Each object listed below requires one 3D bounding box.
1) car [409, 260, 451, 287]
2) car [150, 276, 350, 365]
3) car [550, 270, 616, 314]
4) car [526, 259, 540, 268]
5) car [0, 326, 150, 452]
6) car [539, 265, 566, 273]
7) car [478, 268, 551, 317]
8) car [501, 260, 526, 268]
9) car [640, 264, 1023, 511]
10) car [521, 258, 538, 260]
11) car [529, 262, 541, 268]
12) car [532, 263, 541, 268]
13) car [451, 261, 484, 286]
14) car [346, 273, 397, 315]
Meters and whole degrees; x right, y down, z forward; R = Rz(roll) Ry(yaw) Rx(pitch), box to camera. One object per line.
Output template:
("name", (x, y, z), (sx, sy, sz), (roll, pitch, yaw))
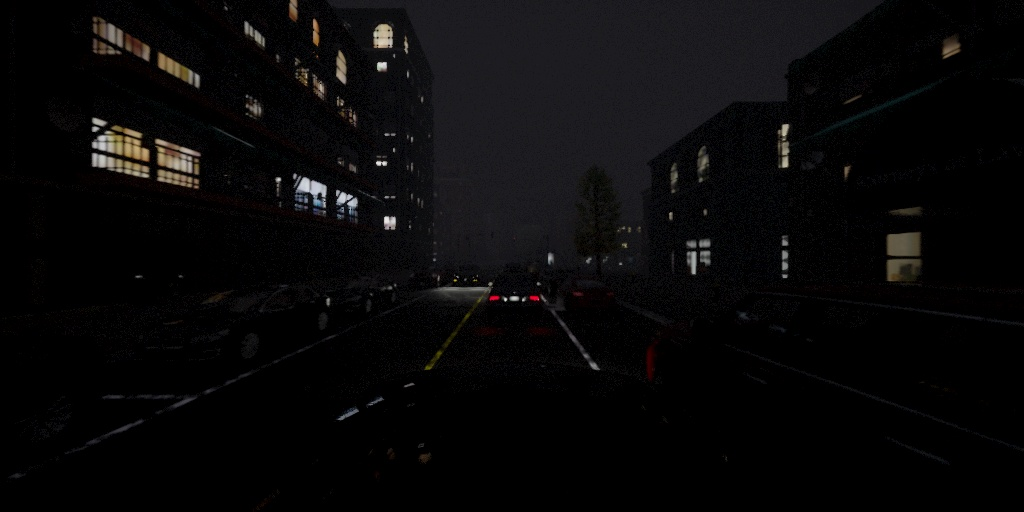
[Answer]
("car", (-5.691, 1.261, 24.630), (1.967, 1.591, 4.097), (0, 0, 0))
("car", (-5.690, 1.317, 8.015), (2.007, 1.370, 4.403), (0, 0, 0))
("car", (2.690, 1.364, 13.553), (1.802, 1.307, 4.207), (0, 0, 0))
("car", (2.689, 1.407, 41.419), (1.751, 1.417, 4.829), (0, 0, 0))
("car", (-5.690, 1.318, 2.477), (1.948, 1.339, 4.313), (0, 0, 0))
("car", (2.690, 1.367, 19.093), (1.948, 1.339, 4.313), (0, 0, 0))
("car", (0.084, 1.329, 13.264), (2.033, 1.411, 5.357), (0, 0, 0))
("car", (0.093, 1.358, 33.414), (1.837, 1.490, 4.892), (0, 0, 0))
("car", (2.691, 1.067, 2.477), (2.192, 1.841, 5.009), (0, 0, 0))
("car", (2.689, 1.217, 46.789), (2.192, 1.841, 5.009), (0, 0, 0))
("car", (2.689, 1.407, 30.170), (1.948, 1.339, 4.313), (0, 0, 0))
("car", (2.689, 1.371, 24.630), (2.007, 1.370, 4.403), (0, 0, 0))
("car", (-3.101, 1.331, 26.184), (1.837, 1.490, 4.892), (0, 0, 0))
("car", (-5.691, 1.333, 13.553), (2.007, 1.370, 4.403), (0, 0, 0))
